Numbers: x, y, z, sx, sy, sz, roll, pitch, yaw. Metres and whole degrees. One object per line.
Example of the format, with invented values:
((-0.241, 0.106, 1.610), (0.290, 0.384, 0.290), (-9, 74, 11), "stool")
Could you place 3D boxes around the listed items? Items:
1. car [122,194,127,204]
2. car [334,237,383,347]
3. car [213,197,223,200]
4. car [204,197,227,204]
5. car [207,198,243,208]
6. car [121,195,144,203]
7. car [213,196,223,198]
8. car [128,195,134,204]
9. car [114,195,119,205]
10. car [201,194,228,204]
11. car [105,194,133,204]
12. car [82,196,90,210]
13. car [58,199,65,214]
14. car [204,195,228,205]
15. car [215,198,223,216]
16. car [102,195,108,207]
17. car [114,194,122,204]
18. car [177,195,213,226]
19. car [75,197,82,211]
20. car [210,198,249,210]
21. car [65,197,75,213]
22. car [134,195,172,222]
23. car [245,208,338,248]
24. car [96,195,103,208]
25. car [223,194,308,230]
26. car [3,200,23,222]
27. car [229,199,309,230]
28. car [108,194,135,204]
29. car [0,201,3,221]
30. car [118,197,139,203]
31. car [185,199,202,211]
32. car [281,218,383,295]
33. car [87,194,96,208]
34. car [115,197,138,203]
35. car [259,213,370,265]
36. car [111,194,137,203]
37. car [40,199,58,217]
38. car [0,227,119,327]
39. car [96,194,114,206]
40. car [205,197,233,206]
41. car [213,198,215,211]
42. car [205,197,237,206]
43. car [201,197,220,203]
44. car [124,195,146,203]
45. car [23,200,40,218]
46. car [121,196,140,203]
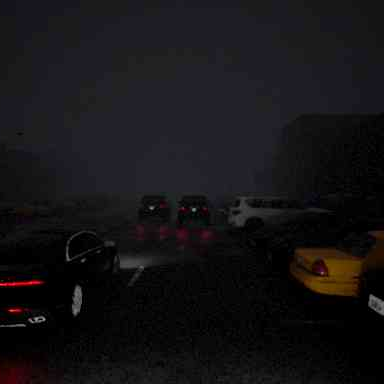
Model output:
((-15.625, 1.677, 63.158), (5.008, 1.535, 2.097), (0, 0, 0), "car")
((4.743, 1.511, 4.332), (4.792, 1.488, 2.163), (0, 0, 0), "car")
((4.754, 1.573, 35.026), (4.674, 1.452, 2.002), (0, 0, 0), "car")
((4.801, 1.757, 68.370), (4.674, 1.452, 2.002), (0, -1, 0), "car")
((4.781, 1.592, 48.922), (5.008, 1.535, 2.097), (0, 0, 0), "car")
((-15.672, 1.838, 87.956), (5.566, 2.045, 2.435), (0, -1, 0), "car")
((4.767, 1.543, 37.680), (4.892, 1.521, 2.231), (0, 0, 0), "car")
((-15.448, 1.722, 68.671), (5.366, 1.575, 1.946), (0, -1, 0), "car")
((-15.656, 1.670, 57.643), (4.792, 1.488, 2.163), (0, 0, 0), "car")
((4.778, 1.496, 71.148), (5.566, 2.045, 2.435), (0, -1, 0), "car")
((-15.606, 1.508, 71.426), (5.566, 2.045, 2.435), (0, -1, 0), "car")
((-15.648, 1.575, 41.101), (4.792, 1.488, 2.163), (0, 0, 0), "car")
((-15.585, 1.545, 32.830), (4.792, 1.488, 2.163), (0, 0, 0), "car")
((4.768, 1.567, 65.594), (4.553, 1.767, 2.185), (0, 0, 0), "car")
((4.756, 1.516, 29.467), (4.892, 1.521, 2.231), (0, 0, 0), "car")
((-15.594, 1.618, 49.370), (4.792, 1.488, 2.163), (0, 0, 0), "car")
((-15.660, 1.533, 60.402), (4.553, 1.767, 2.185), (0, 0, 0), "car")
((0.133, 1.241, 23.949), (2.150, 2.045, 5.566), (0, 0, 0), "car")
((-15.614, 1.575, 38.307), (4.674, 1.452, 2.002), (0, 0, 0), "car")
((4.797, 1.595, 43.364), (4.792, 1.488, 2.163), (0, 0, 0), "car")
((-15.586, 1.553, 35.585), (4.792, 1.488, 2.163), (0, 0, 0), "car")
((-2.866, 1.247, 26.463), (2.150, 2.045, 5.566), (0, 0, 0), "car")
((4.697, 1.514, 12.668), (4.792, 1.488, 2.163), (0, 0, 0), "car")
((-15.616, 1.573, 46.615), (5.008, 1.535, 2.097), (0, 0, 0), "car")
((4.762, 1.239, 18.228), (5.566, 2.045, 2.435), (0, 0, 0), "car")
((-15.633, 1.525, 24.553), (4.792, 1.488, 2.163), (0, 0, 0), "car")
((4.769, 1.370, 21.041), (4.553, 1.767, 2.185), (0, 0, 0), "car")
((-15.607, 1.546, 74.183), (5.566, 2.045, 2.435), (0, -1, 0), "car")
((-15.782, 1.487, 21.794), (5.366, 1.575, 1.946), (0, 0, 0), "car")
((-15.669, 1.987, 82.438), (4.792, 1.488, 2.163), (0, -1, 0), "car")
((0.158, 1.629, 42.679), (2.033, 1.411, 5.357), (0, 0, 0), "car")
((4.903, 1.479, 7.110), (5.366, 1.575, 1.946), (0, 0, 0), "car")
((-15.589, 1.433, 43.858), (4.553, 1.767, 2.185), (0, 0, 0), "car")
((-15.633, 1.895, 79.688), (5.008, 1.535, 2.097), (0, -1, 0), "car")
((4.692, 1.512, 9.890), (4.792, 1.488, 2.163), (0, 0, 0), "car")
((-15.609, 1.594, 76.936), (5.566, 2.045, 2.435), (0, -1, 0), "car")
((-15.427, 1.504, 30.072), (5.366, 1.575, 1.946), (0, 0, 0), "car")
((-2.891, 1.506, 7.136), (1.837, 1.490, 4.892), (0, 0, 0), "car")
((-15.653, 1.354, 52.130), (5.566, 2.045, 2.435), (0, 0, 0), "car")
((4.797, 1.656, 59.913), (4.892, 1.521, 2.231), (0, 0, 0), "car")
((4.782, 1.553, 32.247), (4.792, 1.488, 2.163), (0, 0, 0), "car")
((4.973, 1.635, 57.133), (5.366, 1.575, 1.946), (0, 0, 0), "car")
((4.835, 2.078, 87.679), (5.008, 1.535, 2.097), (0, -1, 0), "car")
((-15.616, 1.908, 90.713), (5.566, 2.045, 2.435), (0, -1, 0), "car")
((-15.796, 1.497, 27.309), (5.366, 1.575, 1.946), (0, 0, 0), "car")
((-15.673, 1.895, 85.199), (4.553, 1.767, 2.185), (0, -1, 0), "car")
